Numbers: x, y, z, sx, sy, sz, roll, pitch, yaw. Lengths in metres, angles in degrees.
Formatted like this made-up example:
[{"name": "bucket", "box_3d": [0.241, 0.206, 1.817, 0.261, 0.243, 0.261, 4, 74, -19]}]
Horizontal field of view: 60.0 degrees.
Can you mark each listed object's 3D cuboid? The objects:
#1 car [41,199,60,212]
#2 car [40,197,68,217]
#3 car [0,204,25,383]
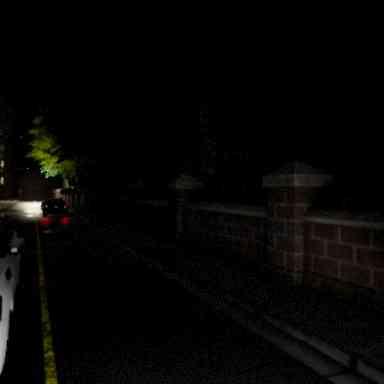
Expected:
[{"name": "car", "box_3d": [-17.330, 1.582, 40.572, 1.994, 1.385, 4.181, 0, 0, -26]}, {"name": "car", "box_3d": [-13.079, 1.365, 31.642, 2.097, 1.767, 4.553, 0, 0, -26]}, {"name": "car", "box_3d": [-3.832, 1.221, 5.005, 2.150, 2.045, 5.566, 0, 0, -25]}]
